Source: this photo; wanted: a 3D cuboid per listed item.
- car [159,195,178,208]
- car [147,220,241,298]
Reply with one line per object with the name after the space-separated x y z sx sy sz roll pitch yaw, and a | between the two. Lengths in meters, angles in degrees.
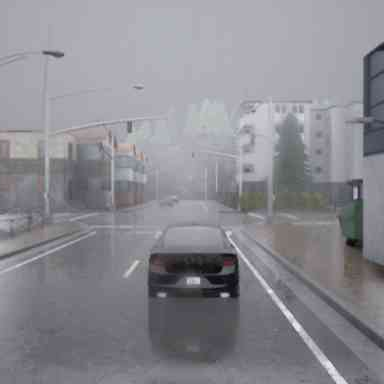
-3.567 1.432 47.422 2.033 1.411 5.357 0 0 0 | car
0.052 1.457 8.504 1.882 1.535 5.008 0 0 1 | car
